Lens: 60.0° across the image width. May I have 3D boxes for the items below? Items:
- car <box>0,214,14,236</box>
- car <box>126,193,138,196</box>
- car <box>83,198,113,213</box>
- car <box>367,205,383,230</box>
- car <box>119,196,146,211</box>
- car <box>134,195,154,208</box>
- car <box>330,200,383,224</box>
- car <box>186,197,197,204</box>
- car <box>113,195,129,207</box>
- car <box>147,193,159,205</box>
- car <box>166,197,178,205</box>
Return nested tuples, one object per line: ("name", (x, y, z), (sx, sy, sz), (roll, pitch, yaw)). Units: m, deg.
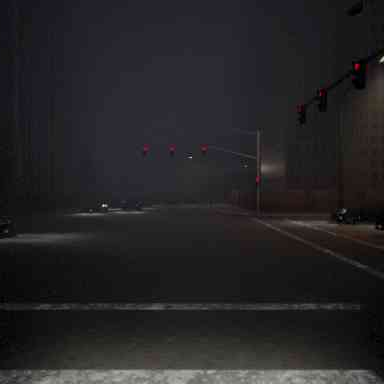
("car", (-11.337, 1.350, 16.336), (4.553, 1.767, 2.097), (0, 0, -1))
("car", (-10.678, 1.220, 58.272), (2.150, 2.045, 5.566), (0, 0, 0))
("car", (-10.713, 1.546, 37.507), (2.033, 1.411, 5.357), (0, 0, -3))
("car", (11.695, 1.525, 16.644), (4.674, 1.442, 1.812), (0, 0, 0))
("car", (-7.163, 1.524, 40.501), (1.812, 1.442, 4.674), (0, 0, -1))
("car", (-7.193, 1.524, 49.595), (1.812, 1.442, 4.674), (0, 0, 0))
("car", (12.364, 1.351, 23.844), (4.553, 1.767, 2.097), (0, 0, 0))
("car", (-0.134, 1.562, 64.902), (1.994, 1.385, 4.181), (0, 0, 0))
("car", (-10.695, 1.546, 47.582), (2.033, 1.411, 5.357), (0, 0, 0))
("car", (-7.168, 1.220, 60.122), (2.150, 2.045, 5.566), (0, 0, 1))
("car", (-3.521, 1.545, 58.830), (2.033, 1.411, 5.357), (0, 0, 0))
